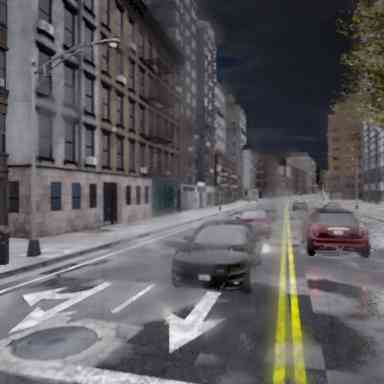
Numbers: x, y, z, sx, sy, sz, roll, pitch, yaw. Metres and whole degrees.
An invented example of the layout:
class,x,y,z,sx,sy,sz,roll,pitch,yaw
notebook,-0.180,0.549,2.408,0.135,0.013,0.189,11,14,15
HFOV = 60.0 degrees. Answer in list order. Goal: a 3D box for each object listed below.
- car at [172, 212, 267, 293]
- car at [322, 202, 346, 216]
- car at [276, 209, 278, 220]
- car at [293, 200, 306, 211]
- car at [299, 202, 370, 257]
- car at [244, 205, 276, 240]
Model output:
class,x,y,z,sx,sy,sz,roll,pitch,yaw
car,0.945,1.576,9.500,1.882,1.535,5.008,0,-1,16
car,15.637,1.831,36.854,1.994,1.385,4.181,0,0,16
car,6.422,1.799,28.732,2.033,1.411,5.357,0,0,17
car,14.604,1.821,44.954,2.128,1.511,4.902,0,0,16
car,5.738,1.471,13.743,2.097,1.767,4.553,0,-1,16
car,3.515,1.702,18.534,1.812,1.442,4.674,0,-1,16
